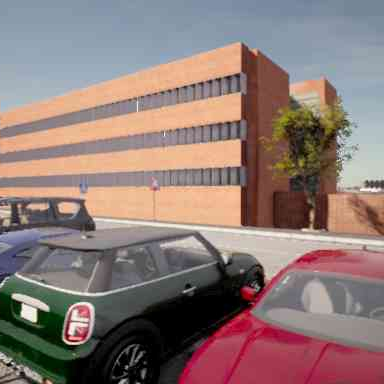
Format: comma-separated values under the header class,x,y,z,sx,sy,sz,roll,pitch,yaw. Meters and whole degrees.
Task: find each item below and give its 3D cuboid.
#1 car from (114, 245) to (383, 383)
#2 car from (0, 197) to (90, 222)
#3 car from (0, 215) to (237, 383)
class,x,y,z,sx,sy,sz,roll,pitch,yaw
car,1.786,1.475,3.725,2.097,1.535,5.008,1,0,36
car,-5.132,1.161,8.620,2.435,2.045,5.566,1,0,36
car,-0.534,1.328,5.336,2.185,1.767,4.553,1,0,36
